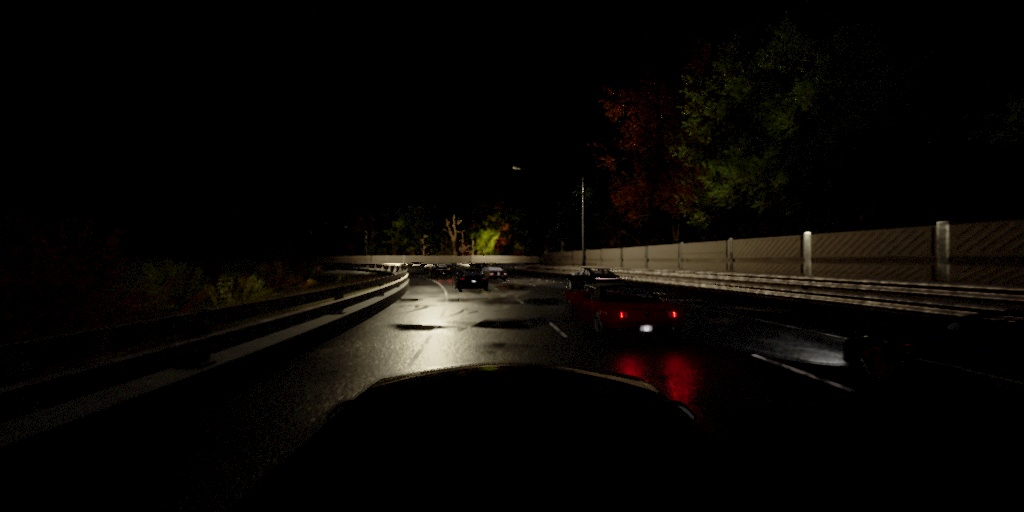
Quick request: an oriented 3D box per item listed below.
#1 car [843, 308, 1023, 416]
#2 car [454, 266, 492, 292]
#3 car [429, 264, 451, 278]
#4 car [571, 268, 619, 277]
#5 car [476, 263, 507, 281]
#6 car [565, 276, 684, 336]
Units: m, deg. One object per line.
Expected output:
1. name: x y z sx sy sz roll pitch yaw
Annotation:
1. car: 6.905 1.348 4.574 1.994 1.385 4.181 0 -1 -3
2. car: -2.819 1.580 24.260 1.994 1.385 4.181 0 -1 -12
3. car: -8.353 1.709 41.332 2.128 1.511 4.902 0 -1 -22
4. car: 4.850 1.480 21.859 2.128 1.511 4.902 0 -1 -11
5. car: -1.977 1.683 34.383 2.033 1.411 5.357 0 -1 -18
6. car: 2.992 1.458 10.777 1.895 1.301 4.718 0 -1 -6
